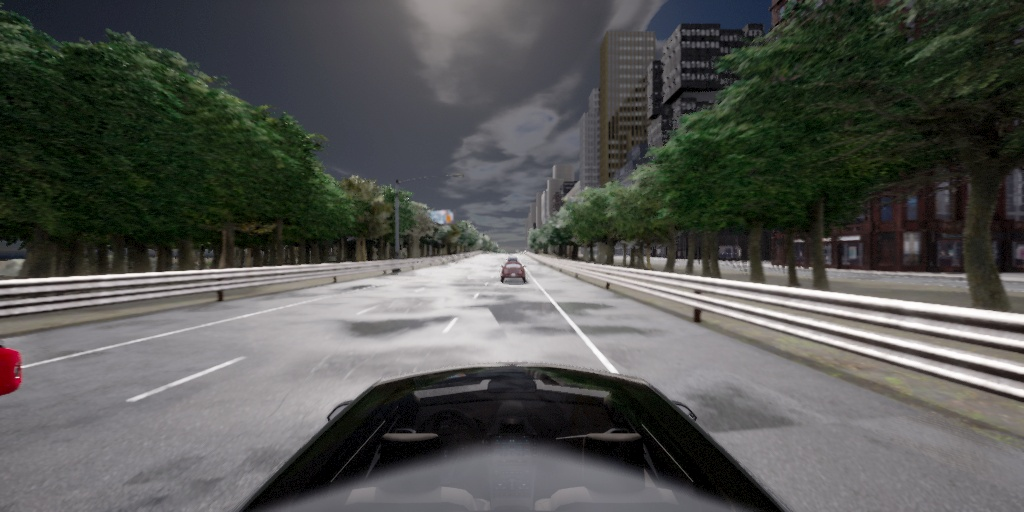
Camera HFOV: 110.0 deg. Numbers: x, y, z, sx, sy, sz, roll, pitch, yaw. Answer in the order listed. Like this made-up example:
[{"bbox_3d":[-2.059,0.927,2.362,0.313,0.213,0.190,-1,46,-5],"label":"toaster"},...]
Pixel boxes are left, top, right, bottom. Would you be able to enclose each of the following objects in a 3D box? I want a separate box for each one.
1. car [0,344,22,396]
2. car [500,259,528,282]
[{"bbox_3d":[-6.901,0.973,1.770,2.150,2.045,5.566,0,0,0],"label":"car"},{"bbox_3d":[0.103,1.177,28.064,1.812,1.442,4.674,0,0,0],"label":"car"}]
